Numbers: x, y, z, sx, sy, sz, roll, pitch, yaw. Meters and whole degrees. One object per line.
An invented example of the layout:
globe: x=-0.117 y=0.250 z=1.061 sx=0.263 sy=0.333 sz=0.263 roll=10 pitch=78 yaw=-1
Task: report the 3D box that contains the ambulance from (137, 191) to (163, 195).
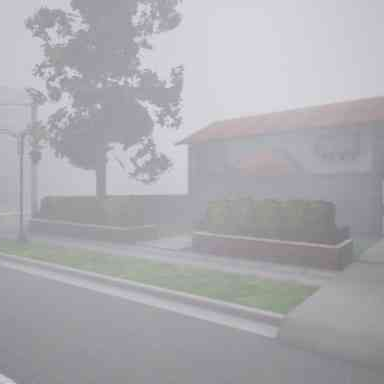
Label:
ambulance: x=-7.907 y=1.024 z=58.482 sx=2.351 sy=2.431 sz=6.366 roll=0 pitch=0 yaw=36
